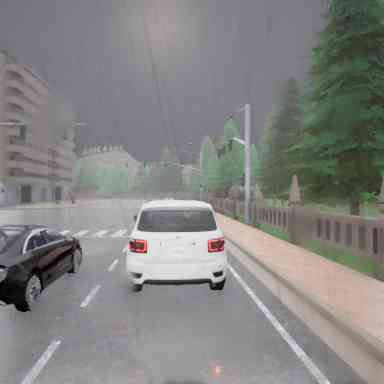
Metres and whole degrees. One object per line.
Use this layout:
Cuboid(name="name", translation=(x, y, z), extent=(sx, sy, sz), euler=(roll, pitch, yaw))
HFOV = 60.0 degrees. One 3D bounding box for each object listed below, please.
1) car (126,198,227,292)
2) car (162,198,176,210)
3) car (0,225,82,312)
Cuboid(name="car", translation=(-0.456, 1.222, 9.094), extent=(2.150, 2.045, 5.566), euler=(0, 0, -4))
Cuboid(name="car", translation=(-3.060, 1.526, 44.331), extent=(1.812, 1.442, 4.674), euler=(0, 0, -4))
Cuboid(name="car", translation=(-3.969, 1.492, 7.613), extent=(2.128, 1.511, 4.902), euler=(0, 0, -3))
